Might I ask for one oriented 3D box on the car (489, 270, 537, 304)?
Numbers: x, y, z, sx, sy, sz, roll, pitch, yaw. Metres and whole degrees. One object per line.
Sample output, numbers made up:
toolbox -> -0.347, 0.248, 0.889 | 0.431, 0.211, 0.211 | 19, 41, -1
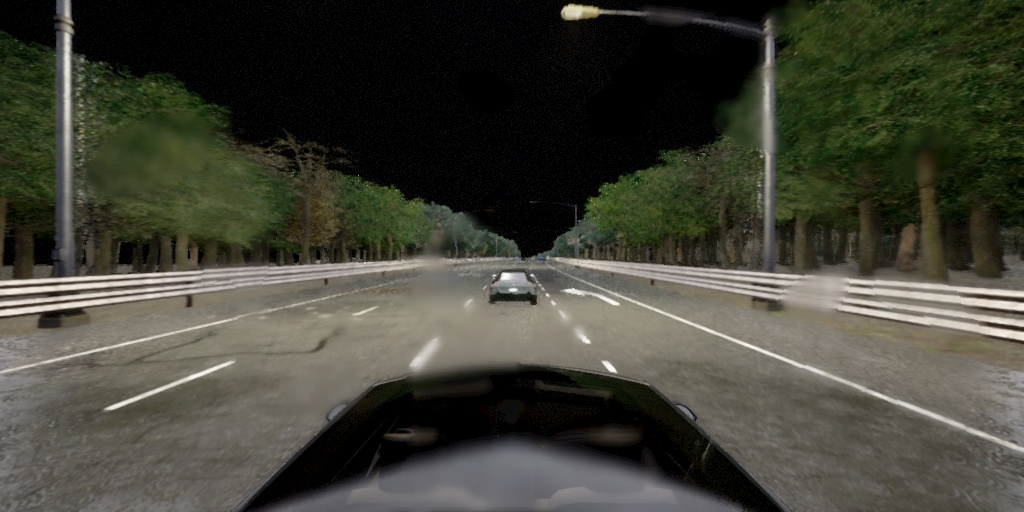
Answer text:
car -> 0.064, 1.293, 16.023 | 1.994, 1.385, 4.181 | 0, 0, 0
